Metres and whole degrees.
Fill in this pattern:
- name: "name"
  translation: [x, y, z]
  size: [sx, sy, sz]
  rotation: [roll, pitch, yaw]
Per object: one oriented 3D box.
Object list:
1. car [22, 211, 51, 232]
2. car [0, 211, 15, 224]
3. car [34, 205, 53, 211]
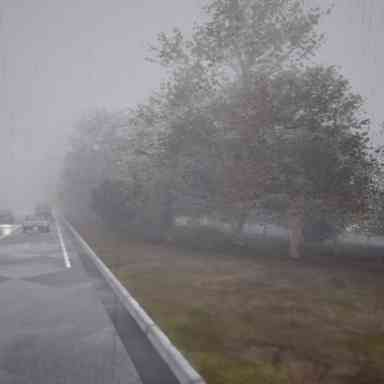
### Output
- name: "car"
  translation: [-12.572, 2.509, 26.978]
  size: [1.895, 1.301, 4.718]
  rotation: [2, -3, -23]
- name: "car"
  translation: [-20.015, 2.670, 35.282]
  size: [1.994, 1.385, 4.181]
  rotation: [2, -3, -22]
- name: "car"
  translation: [-20.860, 2.797, 46.588]
  size: [2.150, 2.045, 5.566]
  rotation: [2, -3, -23]
